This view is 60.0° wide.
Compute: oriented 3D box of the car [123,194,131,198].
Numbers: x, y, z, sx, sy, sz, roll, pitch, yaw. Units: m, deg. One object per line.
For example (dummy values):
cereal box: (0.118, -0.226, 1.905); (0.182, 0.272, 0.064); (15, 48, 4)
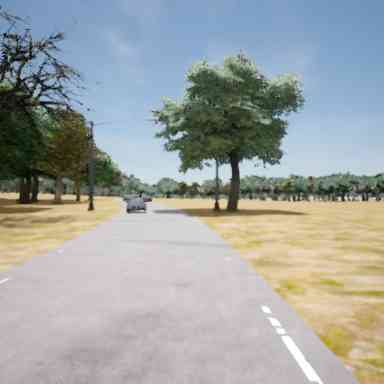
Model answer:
car: (-14.263, 1.328, 73.678); (1.882, 1.535, 5.008); (1, 0, -16)

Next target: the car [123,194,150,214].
car: (-5.655, 1.314, 33.934); (1.994, 1.385, 4.181); (-6, 2, -8)

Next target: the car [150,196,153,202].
car: (-9.845, 1.483, 73.077); (1.812, 1.442, 4.674); (1, -1, -17)

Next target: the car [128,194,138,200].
car: (-16.134, 1.423, 90.575); (2.128, 1.511, 4.902); (1, 0, -16)
